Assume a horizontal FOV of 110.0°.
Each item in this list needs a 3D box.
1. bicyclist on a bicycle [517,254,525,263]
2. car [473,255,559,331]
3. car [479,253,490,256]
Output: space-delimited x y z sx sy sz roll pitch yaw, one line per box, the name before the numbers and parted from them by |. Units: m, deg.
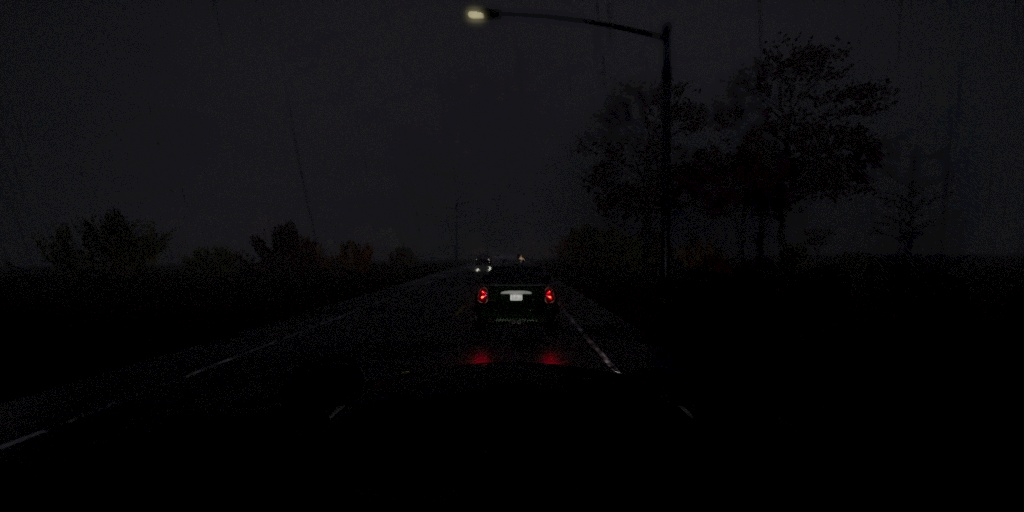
bicyclist on a bicycle | 0.888 0.690 35.036 0.866 1.612 1.509 0 1 0
car | 0.100 0.969 10.568 2.097 1.767 4.553 0 1 0
car | -3.722 0.412 48.080 2.097 1.767 4.553 0 1 0
